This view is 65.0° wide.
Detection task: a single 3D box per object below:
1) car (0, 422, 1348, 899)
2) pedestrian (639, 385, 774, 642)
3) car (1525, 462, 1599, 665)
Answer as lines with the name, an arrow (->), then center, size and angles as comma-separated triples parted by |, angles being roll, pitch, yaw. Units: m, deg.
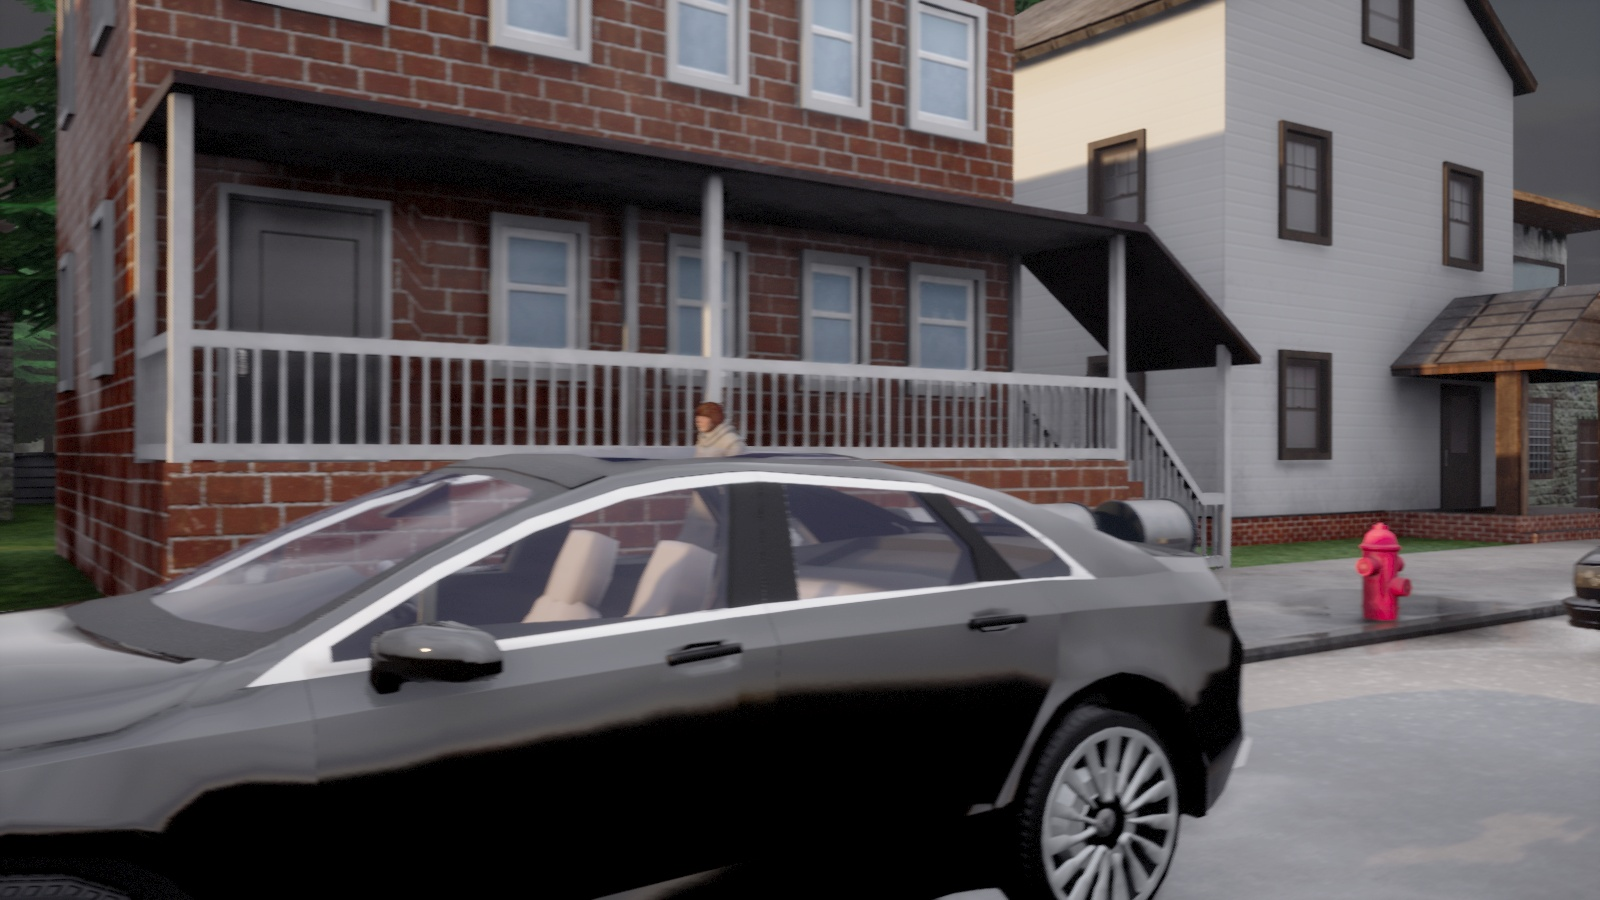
car -> -0.761, 0.712, 3.738 | 4.902, 1.511, 2.128 | 0, 0, -35
pedestrian -> -0.749, 0.481, 10.036 | 0.873, 1.952, 0.659 | 0, 0, -31
car -> 8.101, 0.799, 9.907 | 5.357, 1.411, 2.033 | 0, 0, -35
